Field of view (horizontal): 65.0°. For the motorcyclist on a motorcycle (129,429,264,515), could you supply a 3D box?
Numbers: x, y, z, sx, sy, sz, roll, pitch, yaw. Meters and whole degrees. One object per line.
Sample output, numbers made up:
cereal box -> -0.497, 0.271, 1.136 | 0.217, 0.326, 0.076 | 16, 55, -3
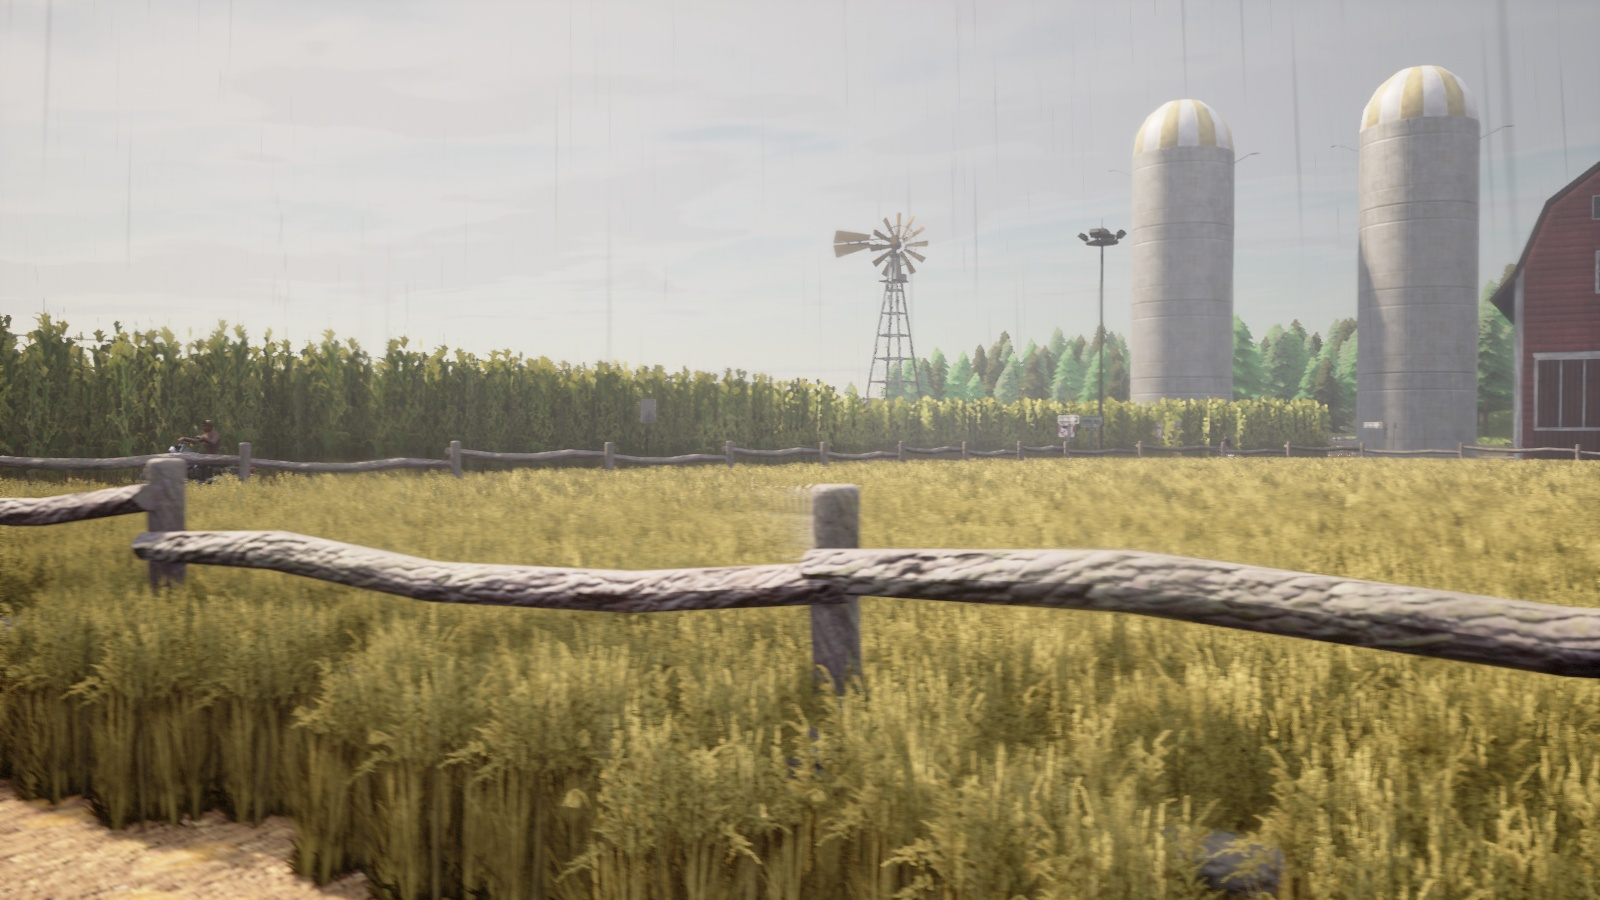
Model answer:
motorcyclist on a motorcycle -> -12.011, 0.409, 25.089 | 0.766, 1.649, 2.350 | 0, 0, 34
